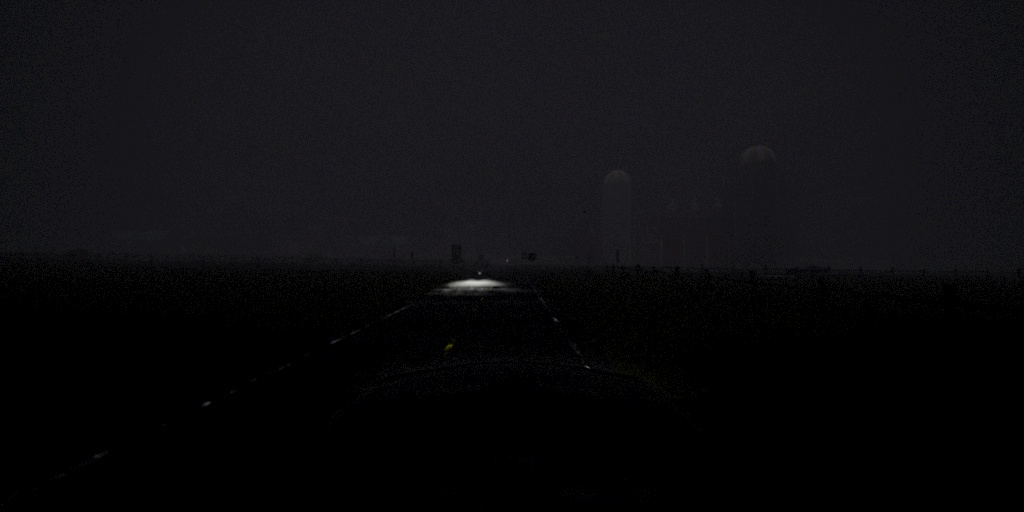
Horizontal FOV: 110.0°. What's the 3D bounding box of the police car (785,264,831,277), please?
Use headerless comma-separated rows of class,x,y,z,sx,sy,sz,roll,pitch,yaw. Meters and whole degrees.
police car,38.981,1.848,47.365,5.238,1.638,1.930,1,-1,0

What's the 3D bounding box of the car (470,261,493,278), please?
car,-2.776,1.250,33.435,2.128,1.511,4.902,0,0,0
